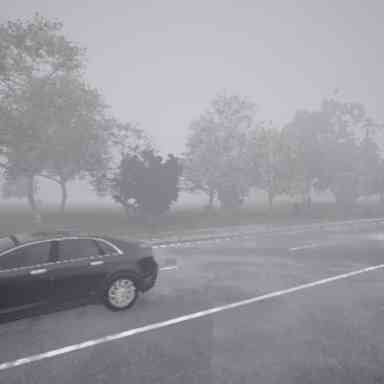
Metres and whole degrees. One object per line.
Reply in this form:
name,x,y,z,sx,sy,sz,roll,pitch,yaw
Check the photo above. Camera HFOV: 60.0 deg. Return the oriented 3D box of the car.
car,-2.966,1.505,6.176,4.892,1.490,1.837,0,0,-35
